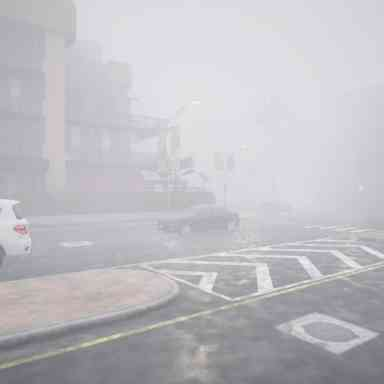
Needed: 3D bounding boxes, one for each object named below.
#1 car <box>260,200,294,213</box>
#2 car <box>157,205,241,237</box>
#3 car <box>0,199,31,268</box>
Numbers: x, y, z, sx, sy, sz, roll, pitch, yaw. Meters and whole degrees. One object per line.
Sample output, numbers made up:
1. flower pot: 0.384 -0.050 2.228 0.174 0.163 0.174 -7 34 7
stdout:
1. car: 9.340 1.564 36.846 1.994 1.385 4.181 0 0 -23
2. car: 0.458 1.477 18.405 5.008 1.535 1.882 0 0 -36
3. car: -7.267 1.221 8.642 5.566 2.045 2.150 0 0 -35
